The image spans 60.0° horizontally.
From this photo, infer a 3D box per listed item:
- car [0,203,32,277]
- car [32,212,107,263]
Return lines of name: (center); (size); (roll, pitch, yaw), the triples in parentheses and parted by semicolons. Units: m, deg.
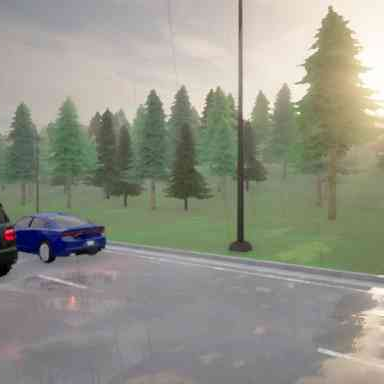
car: (-6.882, 1.213, 8.889); (5.566, 2.045, 2.150); (0, 0, 35)
car: (-5.243, 1.471, 12.018); (5.008, 1.535, 1.882); (0, 0, 35)
